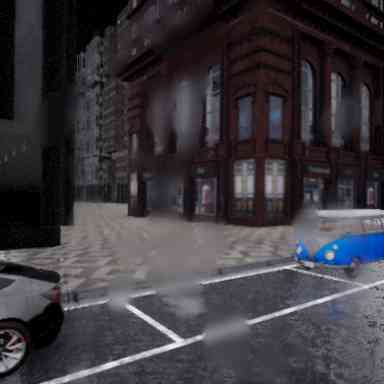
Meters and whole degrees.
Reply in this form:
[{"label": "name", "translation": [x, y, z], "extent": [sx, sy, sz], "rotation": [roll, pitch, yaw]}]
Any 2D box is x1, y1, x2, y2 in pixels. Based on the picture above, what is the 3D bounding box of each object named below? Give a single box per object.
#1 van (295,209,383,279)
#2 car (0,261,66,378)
[{"label": "van", "translation": [4.848, 1.432, 10.108], "extent": [3.998, 1.788, 1.690], "rotation": [1, 0, -36]}, {"label": "car", "translation": [-3.783, 1.557, 3.948], "extent": [4.313, 1.339, 1.947], "rotation": [1, 0, -36]}]
